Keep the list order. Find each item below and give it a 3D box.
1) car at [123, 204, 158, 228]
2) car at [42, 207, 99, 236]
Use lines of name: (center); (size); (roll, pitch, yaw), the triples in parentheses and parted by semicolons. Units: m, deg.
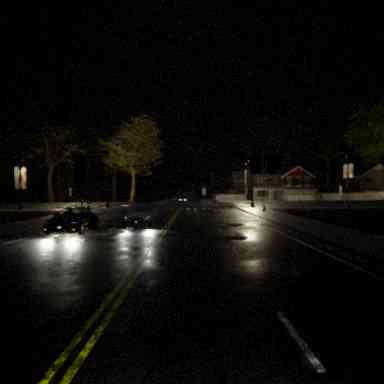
car: (-3.342, 1.520, 22.198); (1.812, 1.442, 4.674); (0, 0, 0)
car: (-6.593, 1.561, 18.488); (1.994, 1.385, 4.181); (0, 0, 0)
